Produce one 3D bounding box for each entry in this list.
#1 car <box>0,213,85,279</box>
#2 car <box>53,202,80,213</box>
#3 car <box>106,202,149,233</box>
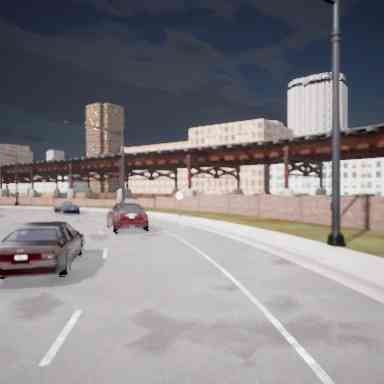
[{"bbox_3d":[-4.577,1.627,10.394,2.033,1.411,5.357,-1,0,-11],"label":"car"},{"bbox_3d":[-14.704,1.857,38.848,1.994,1.385,4.181,-1,0,-40],"label":"car"},{"bbox_3d":[-4.163,1.460,20.987,2.097,1.767,4.553,-1,0,-20],"label":"car"}]
